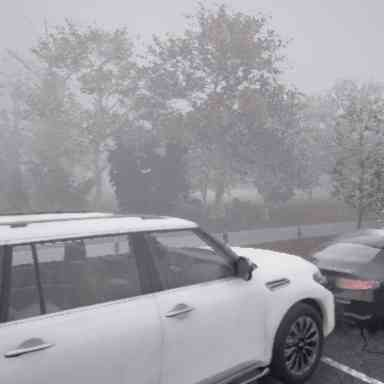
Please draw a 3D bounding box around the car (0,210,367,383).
[{"bbox_3d":[-0.798,1.215,3.526,5.566,2.045,2.435,-2,0,-37],"label":"car"}]

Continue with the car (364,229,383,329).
[{"bbox_3d":[3.842,1.475,6.597,4.674,1.452,2.002,-2,0,-33],"label":"car"}]
